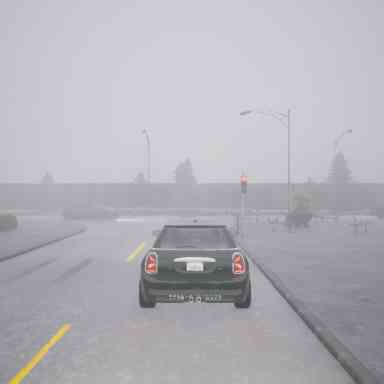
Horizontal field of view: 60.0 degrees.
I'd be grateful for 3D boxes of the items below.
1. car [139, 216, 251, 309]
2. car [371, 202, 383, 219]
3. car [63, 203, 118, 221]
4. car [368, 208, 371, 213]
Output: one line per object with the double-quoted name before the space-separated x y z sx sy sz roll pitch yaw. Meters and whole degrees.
"car" 0.075 1.352 8.061 2.097 1.767 4.553 0 0 1
"car" 17.284 1.352 26.444 4.553 1.767 2.097 0 0 0
"car" -8.045 1.564 26.488 4.181 1.385 1.994 0 0 0
"car" 19.316 1.547 30.640 5.357 1.411 2.033 0 0 0
